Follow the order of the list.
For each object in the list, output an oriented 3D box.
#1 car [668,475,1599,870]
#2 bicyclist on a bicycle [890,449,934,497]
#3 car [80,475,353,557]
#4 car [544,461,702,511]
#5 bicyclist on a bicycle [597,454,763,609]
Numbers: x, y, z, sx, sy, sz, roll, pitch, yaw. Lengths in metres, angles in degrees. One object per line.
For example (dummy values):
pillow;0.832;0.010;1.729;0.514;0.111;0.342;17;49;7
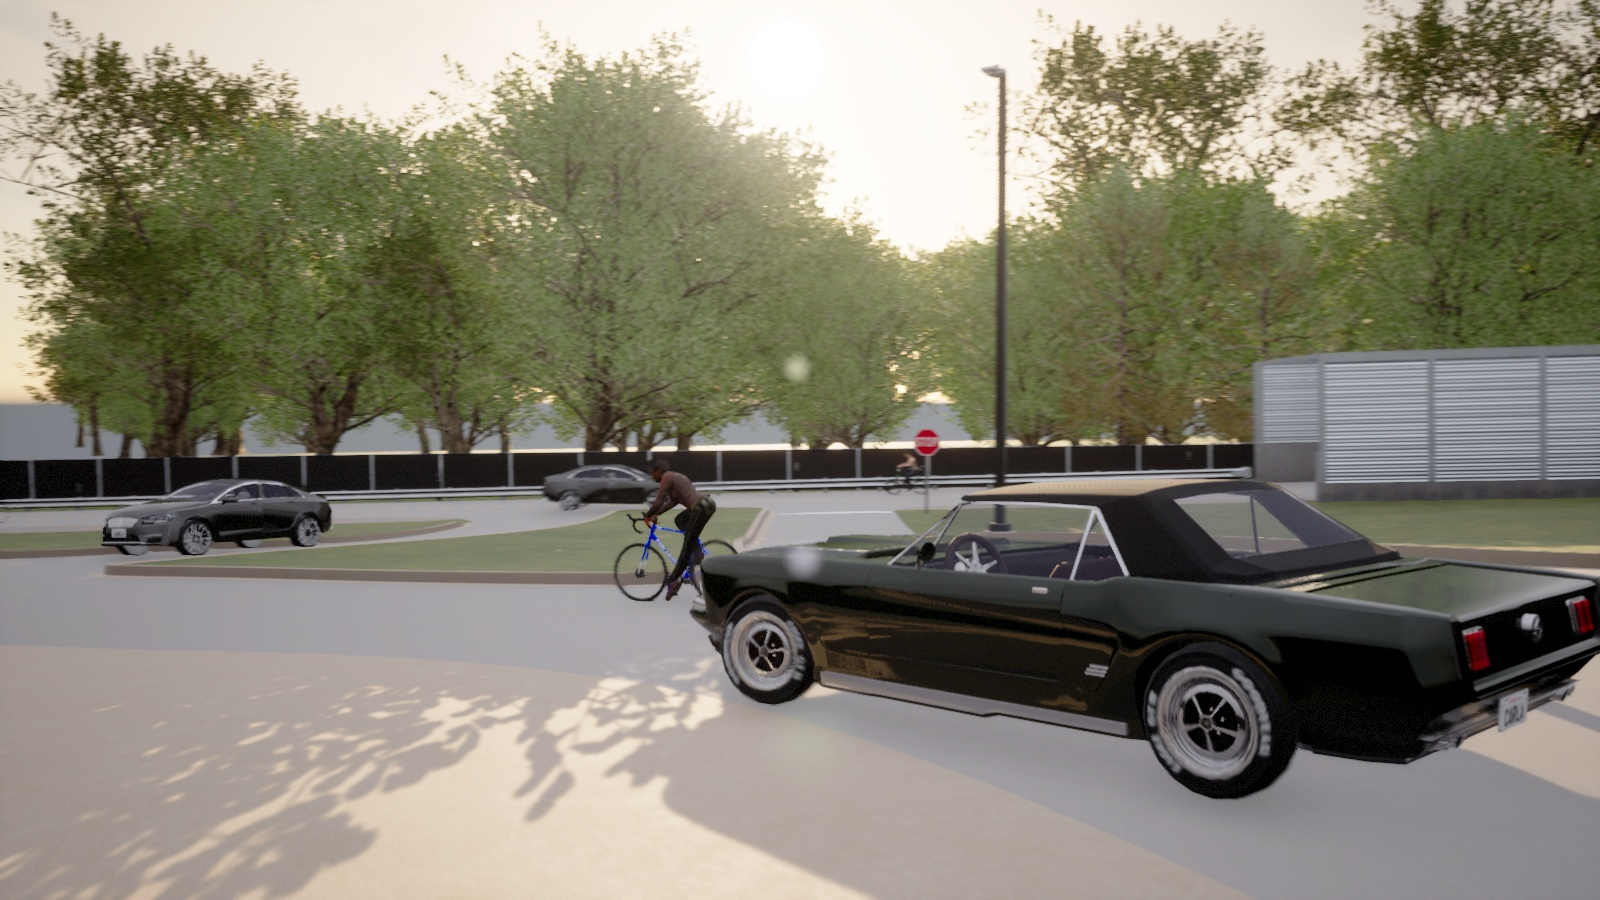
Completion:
car;1.469;0.816;6.719;1.895;1.301;4.718;-1;0;-42
bicyclist on a bicycle;4.006;0.813;44.951;1.509;1.612;0.866;-2;2;2
car;-11.722;1.284;25.648;2.128;1.511;4.902;-2;-2;23
car;-5.816;1.177;41.768;4.902;1.511;2.128;0;2;2
bicyclist on a bicycle;-1.343;0.906;13.992;1.656;1.620;0.582;-4;0;22
